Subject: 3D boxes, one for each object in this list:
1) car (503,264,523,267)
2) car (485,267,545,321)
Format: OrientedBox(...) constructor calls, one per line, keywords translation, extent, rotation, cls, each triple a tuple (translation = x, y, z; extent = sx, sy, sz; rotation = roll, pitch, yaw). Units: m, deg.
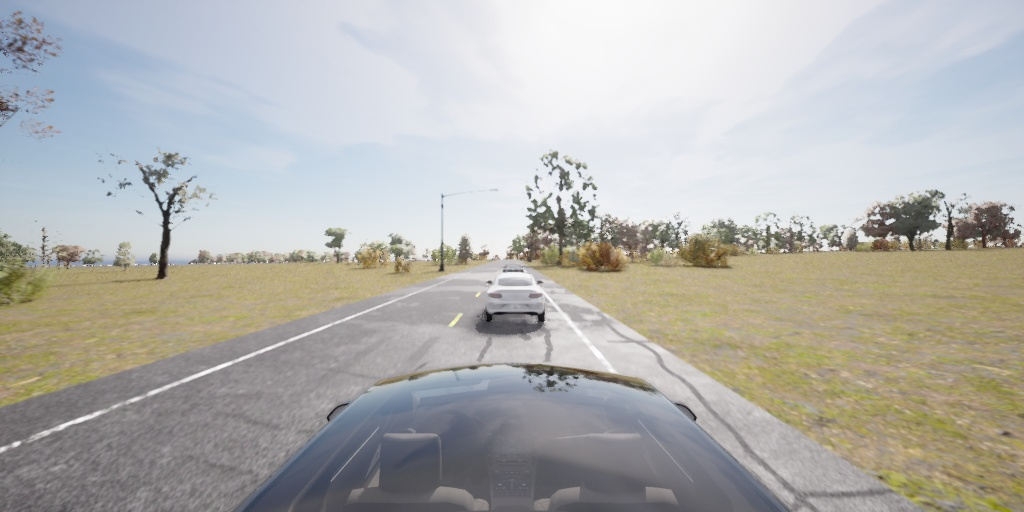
OrientedBox(translation=(0.096, 1.355, 33.733), extent=(1.895, 1.301, 4.718), rotation=(0, 0, 0), cls="car")
OrientedBox(translation=(0.099, 1.276, 12.389), extent=(1.812, 1.442, 4.674), rotation=(0, 0, 0), cls="car")
